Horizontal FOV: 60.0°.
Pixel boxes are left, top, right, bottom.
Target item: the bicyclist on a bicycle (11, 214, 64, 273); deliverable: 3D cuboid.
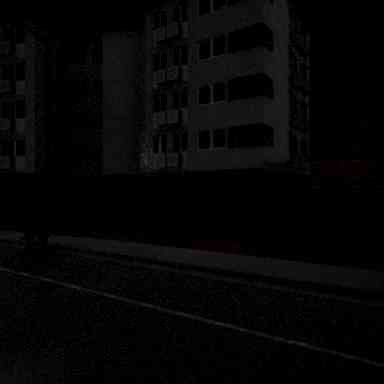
[{"bbox_3d":[-4.433,1.442,9.631,0.582,1.620,1.656,0,1,33],"label":"bicyclist on a bicycle"}]
